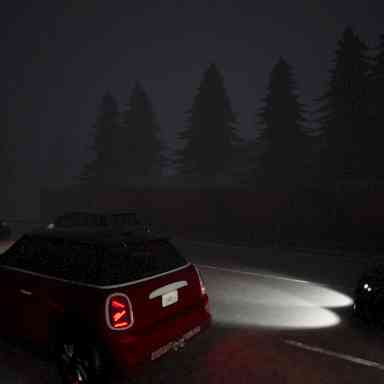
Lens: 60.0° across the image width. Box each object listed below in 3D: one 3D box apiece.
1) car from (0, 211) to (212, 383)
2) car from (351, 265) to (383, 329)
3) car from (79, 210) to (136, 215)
[{"bbox_3d":[-2.006,1.352,5.415,4.553,1.767,2.097,0,0,35],"label":"car"},{"bbox_3d":[4.709,1.564,4.929,4.181,1.385,1.994,0,0,36],"label":"car"},{"bbox_3d":[-3.426,1.352,10.728,4.553,1.767,2.097,0,0,35],"label":"car"}]
